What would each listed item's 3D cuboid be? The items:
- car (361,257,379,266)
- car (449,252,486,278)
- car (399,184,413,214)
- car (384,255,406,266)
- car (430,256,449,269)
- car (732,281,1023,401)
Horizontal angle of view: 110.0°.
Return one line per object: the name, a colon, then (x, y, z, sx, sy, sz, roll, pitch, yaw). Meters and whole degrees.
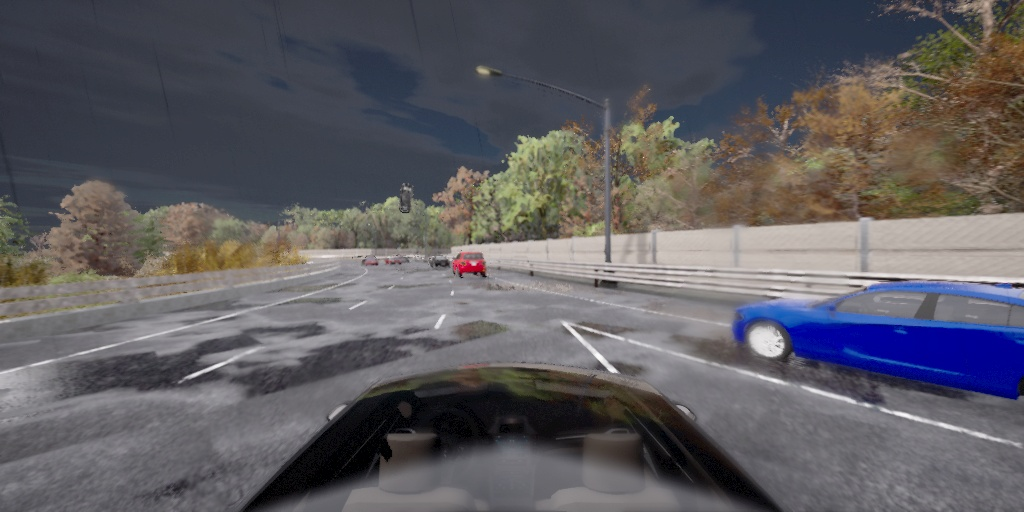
car: (-22.399, 0.872, 56.515, 1.994, 1.385, 4.181, -1, 1, -33)
car: (-3.569, 0.665, 29.514, 2.150, 2.045, 5.566, 0, 1, -16)
car: (-17.433, -9.402, 58.913, 2.128, 4.902, 1.511, 7, 16, -19)
car: (-19.331, 0.861, 58.214, 1.895, 1.301, 4.718, -1, 1, -33)
car: (-9.332, 0.790, 46.062, 1.882, 1.535, 5.008, -1, 1, -23)
car: (6.196, 1.127, 5.540, 1.882, 1.535, 5.008, -1, 1, -31)
